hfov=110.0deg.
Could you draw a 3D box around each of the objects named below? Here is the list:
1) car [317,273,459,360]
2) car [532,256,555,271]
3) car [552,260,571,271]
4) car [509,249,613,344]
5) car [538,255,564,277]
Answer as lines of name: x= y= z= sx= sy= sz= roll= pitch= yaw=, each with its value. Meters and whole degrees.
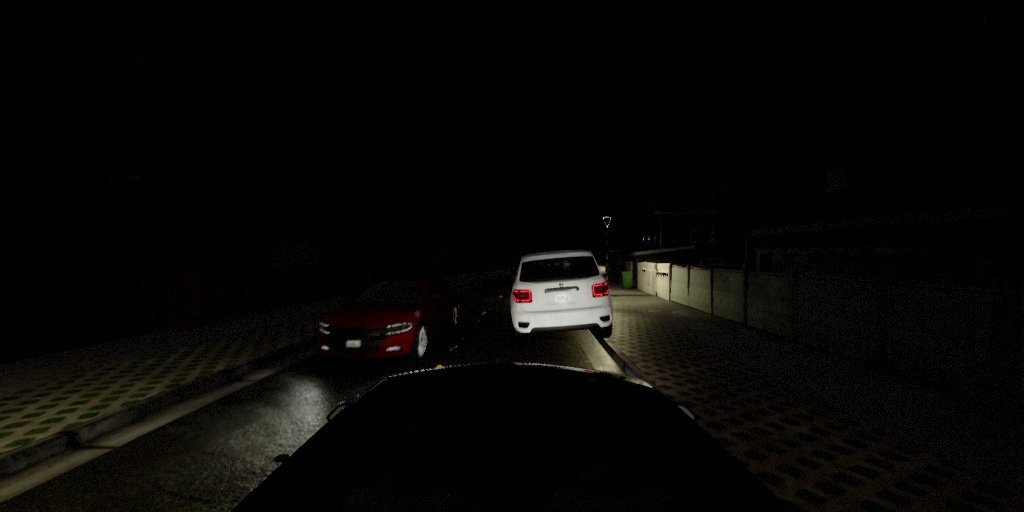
car: x=-2.578 y=1.224 z=8.613 sx=1.882 sy=1.535 sz=5.008 roll=0 pitch=0 yaw=3
car: x=4.597 y=0.969 z=51.280 sx=2.150 sy=2.045 sz=5.566 roll=0 pitch=0 yaw=17
car: x=6.846 y=1.281 z=48.950 sx=1.812 sy=1.442 sz=4.674 roll=0 pitch=0 yaw=17
car: x=1.135 y=0.897 z=9.645 sx=2.150 sy=2.045 sz=5.566 roll=-5 pitch=0 yaw=3
car: x=4.206 y=0.973 z=37.911 sx=2.150 sy=2.045 sz=5.566 roll=0 pitch=0 yaw=12
